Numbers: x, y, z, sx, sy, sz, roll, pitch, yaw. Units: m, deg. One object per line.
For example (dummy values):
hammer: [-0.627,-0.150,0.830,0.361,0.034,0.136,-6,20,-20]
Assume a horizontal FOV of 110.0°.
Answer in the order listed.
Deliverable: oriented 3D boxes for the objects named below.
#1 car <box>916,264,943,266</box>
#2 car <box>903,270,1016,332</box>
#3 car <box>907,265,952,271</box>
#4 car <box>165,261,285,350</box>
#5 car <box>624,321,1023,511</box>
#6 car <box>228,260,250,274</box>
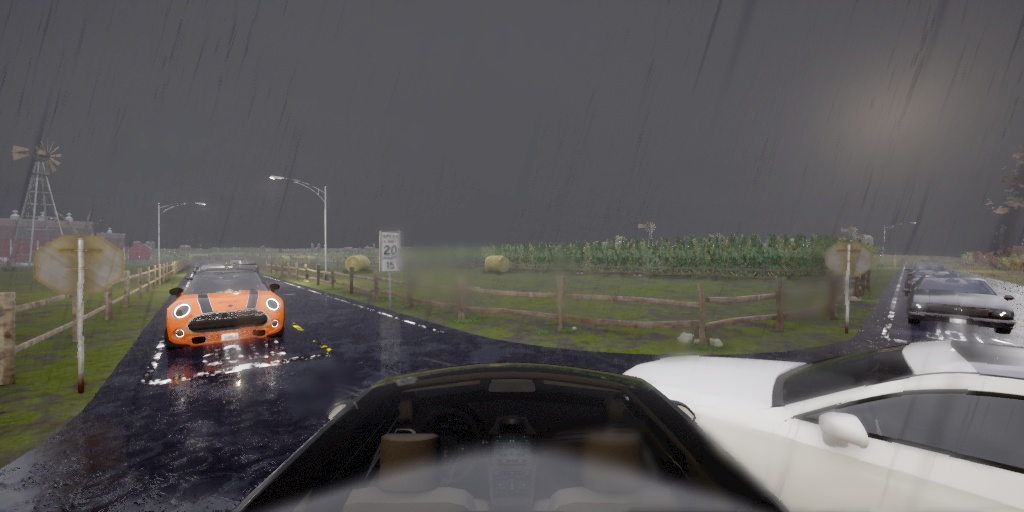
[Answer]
car: [28.722,1.303,24.725,4.902,1.511,2.128,0,1,-42]
car: [13.656,1.333,11.131,5.357,1.411,2.033,0,1,-42]
car: [21.073,1.360,17.829,4.181,1.385,1.994,0,1,-43]
car: [-7.454,1.136,9.422,2.097,1.767,4.553,0,0,-39]
car: [2.863,1.293,2.197,1.812,1.442,4.674,0,1,-43]
car: [-33.155,1.264,43.417,1.837,1.490,4.892,0,0,-41]
